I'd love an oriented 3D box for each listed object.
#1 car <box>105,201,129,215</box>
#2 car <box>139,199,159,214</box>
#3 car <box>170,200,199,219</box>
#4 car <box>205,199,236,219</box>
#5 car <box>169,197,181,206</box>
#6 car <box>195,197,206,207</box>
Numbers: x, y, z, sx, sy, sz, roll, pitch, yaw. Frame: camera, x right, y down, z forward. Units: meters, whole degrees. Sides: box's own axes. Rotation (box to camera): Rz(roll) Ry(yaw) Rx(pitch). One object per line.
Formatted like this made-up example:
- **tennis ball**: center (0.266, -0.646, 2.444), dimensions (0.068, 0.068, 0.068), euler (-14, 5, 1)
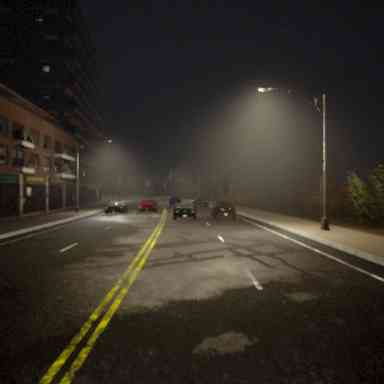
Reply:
- **car**: center (-7.801, 1.629, 34.661), dimensions (1.895, 1.301, 4.718), euler (0, 0, -4)
- **car**: center (-4.621, 1.489, 35.769), dimensions (1.882, 1.535, 5.008), euler (0, 0, -4)
- **car**: center (-0.695, 1.598, 28.597), dimensions (1.895, 1.301, 4.718), euler (0, 0, -3)
- **car**: center (2.533, 1.488, 28.423), dimensions (1.837, 1.490, 4.892), euler (0, 0, -3)
- **car**: center (-2.698, 1.461, 52.903), dimensions (1.882, 1.535, 5.008), euler (0, 0, -6)
- **car**: center (1.176, 1.464, 45.942), dimensions (2.128, 1.511, 4.902), euler (0, 0, -5)
